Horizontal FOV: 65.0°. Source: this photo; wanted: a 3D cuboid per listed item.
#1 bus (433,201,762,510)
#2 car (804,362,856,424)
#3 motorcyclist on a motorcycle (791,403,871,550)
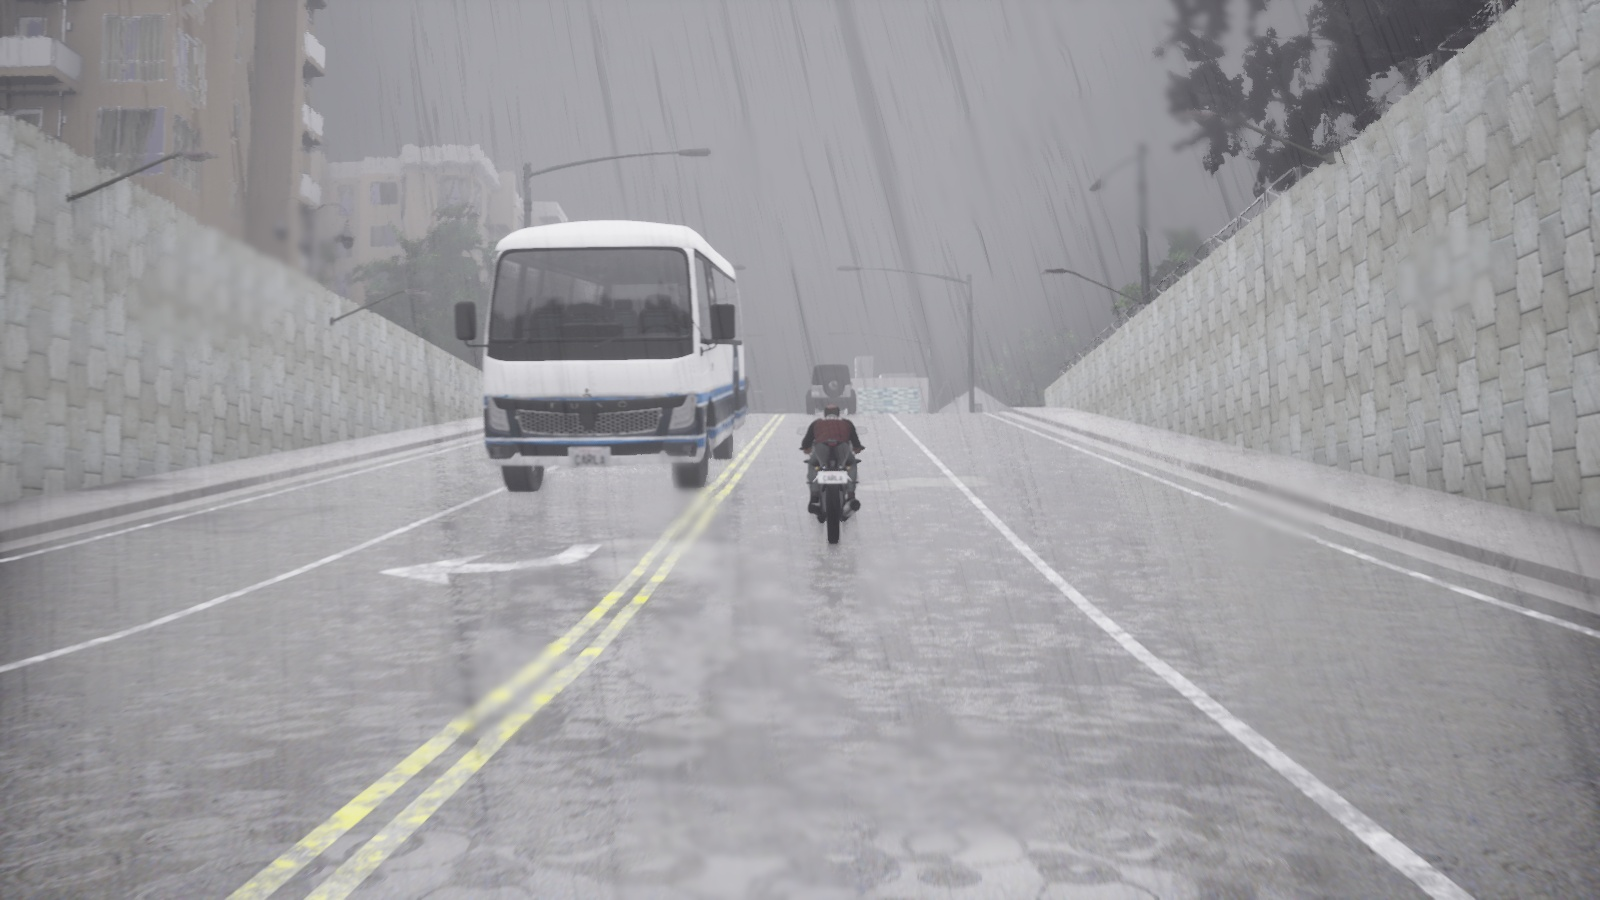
[{"bbox_3d":[-2.962,-1.689,22.600,3.944,4.253,10.273,0,4,1],"label":"bus"},{"bbox_3d":[1.155,-2.152,48.330,1.905,1.878,3.866,0,-5,1],"label":"car"},{"bbox_3d":[0.371,0.254,14.897,0.866,1.530,2.191,0,4,1],"label":"motorcyclist on a motorcycle"}]
